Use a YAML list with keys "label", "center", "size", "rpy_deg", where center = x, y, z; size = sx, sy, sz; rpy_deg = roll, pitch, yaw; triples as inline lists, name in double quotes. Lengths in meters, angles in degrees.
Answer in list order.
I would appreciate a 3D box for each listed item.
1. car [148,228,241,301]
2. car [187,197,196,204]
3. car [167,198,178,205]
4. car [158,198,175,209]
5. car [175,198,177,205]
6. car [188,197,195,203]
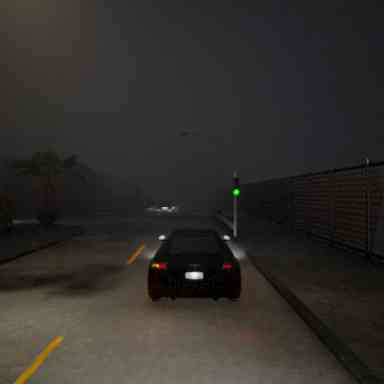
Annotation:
- label: "car"
  center: [0.061, 1.612, 8.523]
  size: [1.994, 1.385, 4.181]
  rpy_deg: [0, 0, 0]
- label: "car"
  center: [-0.081, 1.940, 75.076]
  size: [1.812, 1.442, 4.674]
  rpy_deg: [0, 0, 0]
- label: "car"
  center: [-4.077, 1.933, 70.957]
  size: [2.033, 1.411, 5.357]
  rpy_deg: [0, 0, 0]
- label: "car"
  center: [-4.147, 1.763, 51.384]
  size: [1.882, 1.535, 5.008]
  rpy_deg: [0, 0, 0]
- label: "car"
  center: [-4.130, 1.828, 60.649]
  size: [2.128, 1.511, 4.902]
  rpy_deg: [0, 0, 0]
- label: "car"
  center: [-0.093, 1.997, 85.317]
  size: [1.812, 1.442, 4.674]
  rpy_deg: [0, 0, 0]
